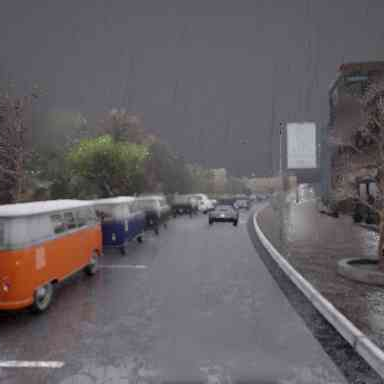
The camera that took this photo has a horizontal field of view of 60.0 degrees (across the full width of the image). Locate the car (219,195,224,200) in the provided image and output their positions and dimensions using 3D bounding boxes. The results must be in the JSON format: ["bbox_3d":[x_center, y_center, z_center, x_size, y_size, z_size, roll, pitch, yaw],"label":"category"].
[{"bbox_3d":[2.135,1.538,40.469,2.002,1.452,4.674,-1,1,15],"label":"car"}]

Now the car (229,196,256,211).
[{"bbox_3d":[6.287,1.538,41.001,2.033,1.411,5.357,-1,0,16],"label":"car"}]

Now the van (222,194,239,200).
[{"bbox_3d":[5.445,1.293,51.225,1.878,1.987,4.442,-1,1,18],"label":"van"}]

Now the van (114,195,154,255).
[{"bbox_3d":[-3.007,1.211,13.155,1.878,1.987,4.442,-2,1,4],"label":"van"}]

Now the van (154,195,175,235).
[{"bbox_3d":[-2.398,1.211,18.702,1.878,1.987,4.442,-2,1,6],"label":"van"}]

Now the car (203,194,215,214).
[{"bbox_3d":[0.707,1.230,35.094,2.435,2.045,5.566,-1,1,11],"label":"car"}]

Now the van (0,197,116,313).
[{"bbox_3d":[-3.435,1.220,7.580,1.878,1.987,4.442,-2,1,4],"label":"van"}]

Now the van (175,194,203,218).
[{"bbox_3d":[-0.513,1.236,29.728,1.878,1.987,4.442,-1,1,10],"label":"van"}]

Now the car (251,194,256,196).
[{"bbox_3d":[10.980,1.566,66.731,2.163,1.488,4.792,-1,1,19],"label":"car"}]

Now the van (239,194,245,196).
[{"bbox_3d":[8.734,1.305,60.618,1.878,1.987,4.442,-1,1,18],"label":"van"}]

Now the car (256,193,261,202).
[{"bbox_3d":[12.882,1.540,71.903,2.231,1.521,4.892,-1,1,19],"label":"car"}]

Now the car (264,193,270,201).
[{"bbox_3d":[18.628,1.612,87.537,2.002,1.452,4.674,-1,0,20],"label":"car"}]

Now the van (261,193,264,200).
[{"bbox_3d":[14.846,1.340,77.239,1.878,1.987,4.442,-1,0,22],"label":"van"}]

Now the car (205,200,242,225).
[{"bbox_3d":[2.327,1.515,23.712,1.994,1.385,4.181,0,0,9],"label":"car"}]
